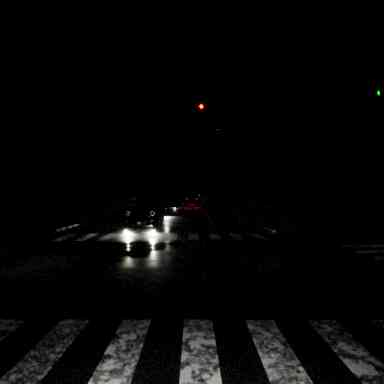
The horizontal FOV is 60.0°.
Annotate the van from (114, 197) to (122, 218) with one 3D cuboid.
[{"bbox_3d":[-5.833,1.342,29.927,1.690,1.788,3.998,0,0,0],"label":"van"}]

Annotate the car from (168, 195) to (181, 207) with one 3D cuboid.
[{"bbox_3d":[-3.161,1.559,50.476,2.033,1.411,5.357,0,0,0],"label":"car"}]

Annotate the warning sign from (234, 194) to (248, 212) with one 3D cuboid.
[{"bbox_3d":[5.010,1.118,34.068,1.300,1.860,1.060,0,0,0],"label":"warning sign"}]

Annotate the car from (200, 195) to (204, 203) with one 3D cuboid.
[{"bbox_3d":[2.679,1.537,52.195,1.752,1.417,4.829,0,0,0],"label":"car"}]

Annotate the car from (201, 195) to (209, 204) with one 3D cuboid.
[{"bbox_3d":[2.691,1.553,46.500,1.887,1.381,4.507,0,0,0],"label":"car"}]

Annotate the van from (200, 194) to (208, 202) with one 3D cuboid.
[{"bbox_3d":[2.635,1.366,74.127,1.690,1.788,3.998,0,0,0],"label":"van"}]

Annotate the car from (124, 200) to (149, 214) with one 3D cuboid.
[{"bbox_3d":[-5.842,1.548,35.452,1.887,1.381,4.507,0,0,0],"label":"car"}]

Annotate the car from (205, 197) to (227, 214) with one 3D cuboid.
[{"bbox_3d":[2.713,1.548,35.449,1.887,1.381,4.507,0,0,0],"label":"car"}]

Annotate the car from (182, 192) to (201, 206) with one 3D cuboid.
[{"bbox_3d":[-0.050,1.234,53.793,2.150,2.045,5.566,0,0,0],"label":"car"}]

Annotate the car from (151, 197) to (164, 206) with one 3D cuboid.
[{"bbox_3d":[-5.878,1.597,57.552,1.802,1.307,4.206,0,0,0],"label":"car"}]

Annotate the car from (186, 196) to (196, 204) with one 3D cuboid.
[{"bbox_3d":[-0.115,1.524,64.326,1.837,1.490,4.892,0,0,0],"label":"car"}]

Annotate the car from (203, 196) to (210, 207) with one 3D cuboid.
[{"bbox_3d":[2.702,1.550,40.974,1.887,1.381,4.507,0,0,0],"label":"car"}]

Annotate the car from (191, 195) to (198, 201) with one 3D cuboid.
[{"bbox_3d":[0.738,1.491,90.254,1.801,1.575,5.366,0,0,0],"label":"car"}]

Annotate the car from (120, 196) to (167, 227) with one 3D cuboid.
[{"bbox_3d":[-3.204,1.351,22.882,2.097,1.767,4.553,0,0,2],"label":"car"}]

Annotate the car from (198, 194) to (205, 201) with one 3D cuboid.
[{"bbox_3d":[2.601,1.476,90.704,1.967,1.590,4.097,0,0,0],"label":"car"}]

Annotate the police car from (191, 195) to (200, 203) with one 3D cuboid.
[{"bbox_3d":[0.767,1.451,74.174,1.930,1.638,5.238,0,0,0],"label":"police car"}]

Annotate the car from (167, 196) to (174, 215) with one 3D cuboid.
[{"bbox_3d":[-3.158,1.506,33.474,1.837,1.490,4.892,0,0,0],"label":"car"}]
